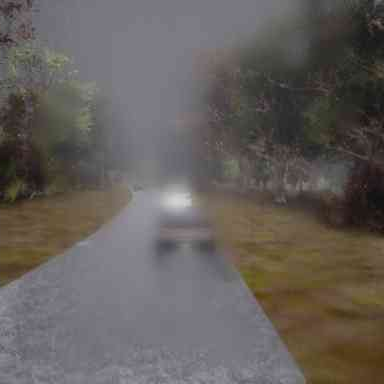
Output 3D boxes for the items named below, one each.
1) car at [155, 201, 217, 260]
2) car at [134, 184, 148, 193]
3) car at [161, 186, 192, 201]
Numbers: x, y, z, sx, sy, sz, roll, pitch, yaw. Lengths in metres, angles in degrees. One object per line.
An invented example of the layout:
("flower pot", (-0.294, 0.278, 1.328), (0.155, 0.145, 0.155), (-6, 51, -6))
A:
("car", (-0.225, 1.294, 11.697), (2.128, 1.511, 4.902), (0, 1, -1))
("car", (-7.967, -0.625, 51.748), (1.994, 1.385, 4.181), (1, 3, -11))
("car", (-1.248, 0.495, 26.581), (2.150, 2.045, 5.566), (0, 3, -5))
